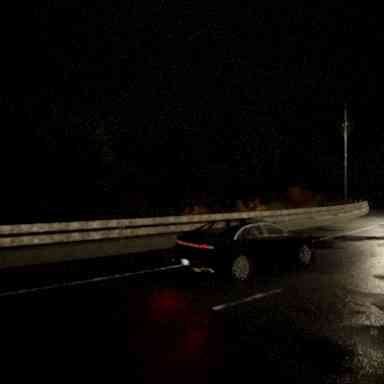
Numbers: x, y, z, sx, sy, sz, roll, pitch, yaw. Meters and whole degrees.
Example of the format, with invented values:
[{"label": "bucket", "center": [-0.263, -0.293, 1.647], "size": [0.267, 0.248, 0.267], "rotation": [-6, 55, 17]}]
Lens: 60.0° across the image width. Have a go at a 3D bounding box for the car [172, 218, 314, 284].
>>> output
[{"label": "car", "center": [1.696, 1.529, 9.781], "size": [4.902, 1.511, 2.128], "rotation": [0, 0, -40]}]
